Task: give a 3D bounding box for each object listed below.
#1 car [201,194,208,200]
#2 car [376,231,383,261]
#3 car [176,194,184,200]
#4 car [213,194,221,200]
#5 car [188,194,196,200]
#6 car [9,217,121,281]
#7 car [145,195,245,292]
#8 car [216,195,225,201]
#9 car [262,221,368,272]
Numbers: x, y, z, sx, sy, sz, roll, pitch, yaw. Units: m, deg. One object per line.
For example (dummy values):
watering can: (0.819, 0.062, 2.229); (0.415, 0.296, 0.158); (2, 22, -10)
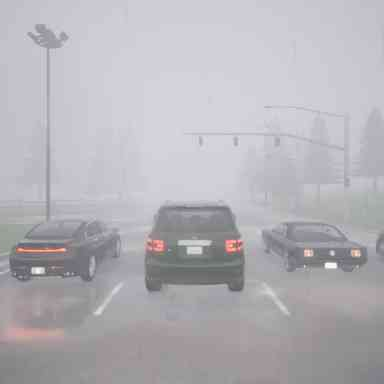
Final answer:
car: (3.548, 1.310, 93.451); (1.882, 1.535, 5.008); (0, 0, 0)
car: (7.076, 1.492, 9.213); (2.128, 1.511, 4.902); (0, 0, 0)
car: (-3.452, 1.372, 93.454); (2.033, 1.411, 5.357); (0, 0, 0)
car: (7.048, 1.385, 93.449); (1.994, 1.385, 4.181); (0, 0, 0)
car: (0.048, 1.357, 93.453); (2.128, 1.511, 4.902); (0, 0, 0)
car: (-3.422, 1.505, 9.844); (1.837, 1.490, 4.892); (0, 0, 0)
car: (0.074, 1.221, 9.095); (2.150, 2.045, 5.566); (0, 0, 0)
car: (7.043, 1.544, 83.412); (1.994, 1.385, 4.181); (0, 0, 0)
car: (3.585, 1.601, 10.760); (1.895, 1.301, 4.718); (0, 0, 0)
